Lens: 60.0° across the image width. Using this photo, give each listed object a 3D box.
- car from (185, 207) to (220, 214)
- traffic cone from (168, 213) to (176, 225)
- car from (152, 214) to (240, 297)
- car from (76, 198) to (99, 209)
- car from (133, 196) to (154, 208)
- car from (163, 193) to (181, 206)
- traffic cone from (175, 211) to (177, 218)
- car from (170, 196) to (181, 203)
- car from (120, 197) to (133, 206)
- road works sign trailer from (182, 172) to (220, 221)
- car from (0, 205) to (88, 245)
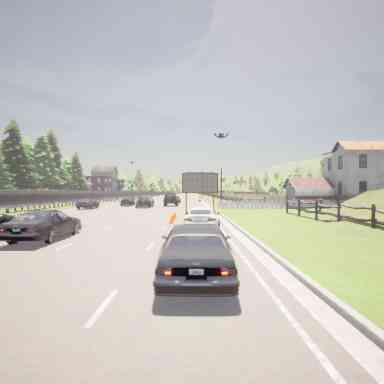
[{"bbox_3d":[0.570,1.538,18.426,1.812,1.442,4.674,0,-1,5],"label":"car"},{"bbox_3d":[-1.461,1.955,23.116,0.340,0.580,0.340,0,0,0],"label":"traffic cone"},{"bbox_3d":[0.107,1.547,8.760,2.033,1.411,5.357,0,0,1],"label":"car"},{"bbox_3d":[-13.830,1.547,44.165,2.033,1.411,5.357,0,0,-1],"label":"car"},{"bbox_3d":[-6.846,1.351,49.045,2.097,1.767,4.553,0,0,1],"label":"car"},{"bbox_3d":[-3.339,1.221,53.296,2.150,2.045,5.566,0,0,0],"label":"car"},{"bbox_3d":[-1.459,1.955,25.116,0.340,0.580,0.340,0,0,0],"label":"traffic cone"},{"bbox_3d":[-3.322,1.564,68.511,1.994,1.385,4.181,0,0,0],"label":"car"},{"bbox_3d":[-10.339,1.527,53.910,1.812,1.442,4.674,0,-1,0],"label":"car"},{"bbox_3d":[0.512,0.464,22.039,2.380,3.560,2.880,0,0,-4],"label":"road works sign trailer"},{"bbox_3d":[-6.883,1.547,15.561,2.033,1.411,5.357,0,0,0],"label":"car"}]
